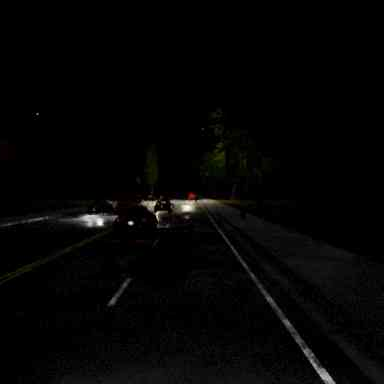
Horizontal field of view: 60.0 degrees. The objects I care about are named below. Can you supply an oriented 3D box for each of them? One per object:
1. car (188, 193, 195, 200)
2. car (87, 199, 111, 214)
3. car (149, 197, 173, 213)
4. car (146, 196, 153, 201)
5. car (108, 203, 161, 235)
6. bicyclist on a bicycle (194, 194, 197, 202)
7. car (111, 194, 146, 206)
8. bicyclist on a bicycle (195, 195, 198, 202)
[{"bbox_3d":[0.004,1.350,95.665,2.150,2.045,5.566,0,0,0],"label":"car"},{"bbox_3d":[-9.843,1.525,35.866,2.128,1.511,4.902,0,0,0],"label":"car"},{"bbox_3d":[-3.148,1.582,37.128,2.033,1.411,5.357,0,0,0],"label":"car"},{"bbox_3d":[-9.747,1.504,76.381,1.994,1.385,4.181,0,0,0],"label":"car"},{"bbox_3d":[-3.148,1.579,19.101,1.994,1.385,4.181,0,0,0],"label":"car"},{"bbox_3d":[0.897,1.475,78.243,0.659,1.776,1.843,0,0,0],"label":"bicyclist on a bicycle"},{"bbox_3d":[-6.597,1.252,35.375,2.150,2.045,5.566,0,0,0],"label":"car"},{"bbox_3d":[0.893,1.525,69.783,0.866,1.612,1.509,0,-1,0],"label":"bicyclist on a bicycle"}]
